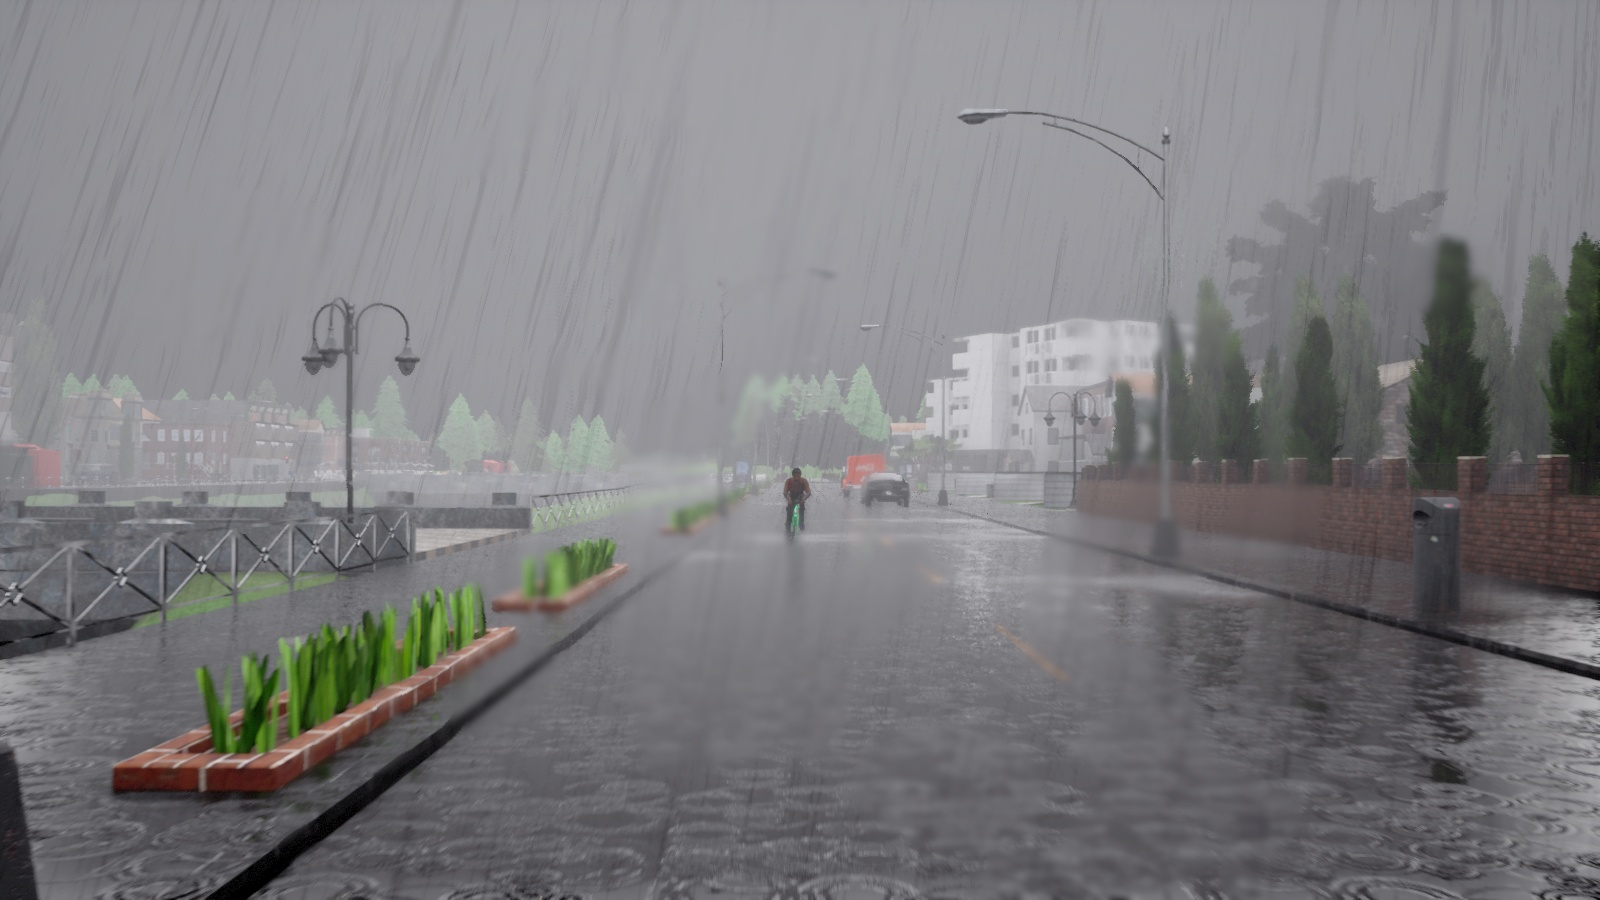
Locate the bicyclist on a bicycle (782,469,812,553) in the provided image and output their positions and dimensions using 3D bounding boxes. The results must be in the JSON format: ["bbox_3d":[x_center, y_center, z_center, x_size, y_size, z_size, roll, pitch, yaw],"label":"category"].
[{"bbox_3d":[-0.059,1.187,25.036,0.582,1.620,1.656,0,-1,0],"label":"bicyclist on a bicycle"}]

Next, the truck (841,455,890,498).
[{"bbox_3d":[3.824,1.554,74.180,2.627,2.467,5.204,0,-1,0],"label":"truck"}]

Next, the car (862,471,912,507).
[{"bbox_3d":[3.867,1.727,56.747,1.882,1.535,5.008,0,-1,0],"label":"car"}]
